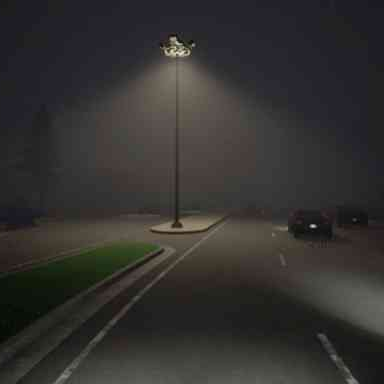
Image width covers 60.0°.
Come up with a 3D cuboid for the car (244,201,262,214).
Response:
[{"bbox_3d":[7.419,1.858,40.499,1.812,1.442,4.674,0,0,12],"label":"car"}]

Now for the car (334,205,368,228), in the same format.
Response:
[{"bbox_3d":[11.216,1.691,24.306,1.882,1.535,5.008,0,0,12],"label":"car"}]

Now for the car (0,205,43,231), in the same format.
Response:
[{"bbox_3d":[-11.974,1.628,21.915,1.882,1.535,5.008,0,0,12],"label":"car"}]

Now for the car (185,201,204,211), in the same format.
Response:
[{"bbox_3d":[0.394,1.917,46.859,2.033,1.411,5.357,0,0,12],"label":"car"}]

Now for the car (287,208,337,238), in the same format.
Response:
[{"bbox_3d":[6.542,1.725,18.822,1.994,1.385,4.181,0,0,11],"label":"car"}]

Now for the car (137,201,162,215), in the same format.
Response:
[{"bbox_3d":[-4.847,1.823,38.891,1.812,1.442,4.674,0,0,12],"label":"car"}]
